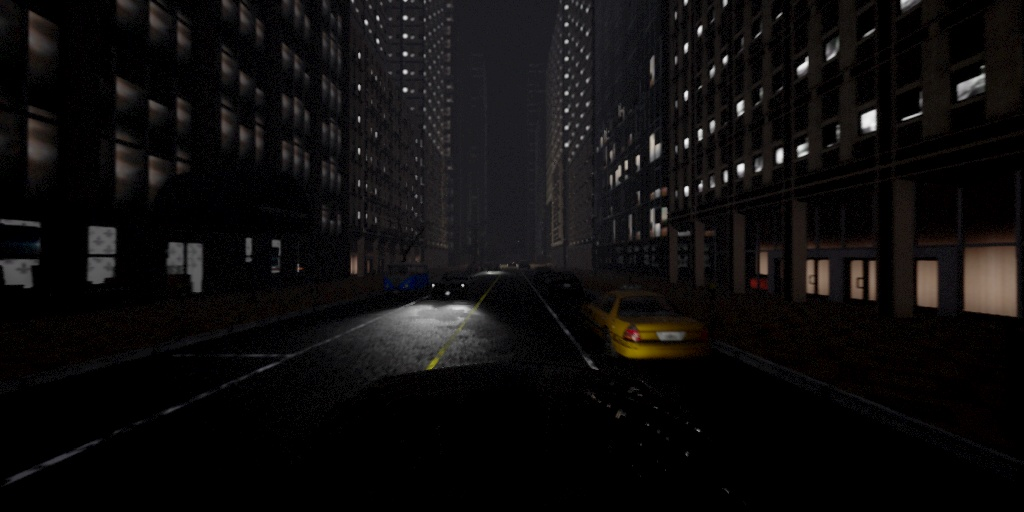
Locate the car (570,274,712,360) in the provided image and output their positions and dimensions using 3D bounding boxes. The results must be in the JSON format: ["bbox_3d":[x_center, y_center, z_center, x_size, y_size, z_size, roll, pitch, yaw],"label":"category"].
[{"bbox_3d":[2.691,1.338,8.363,1.751,1.417,4.829,0,0,0],"label":"car"}]

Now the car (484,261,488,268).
[{"bbox_3d":[-5.675,1.588,59.482,2.192,1.841,5.009,0,0,0],"label":"car"}]

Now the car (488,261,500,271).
[{"bbox_3d":[-3.032,1.772,60.304,2.128,1.511,4.902,0,0,1],"label":"car"}]

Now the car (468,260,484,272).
[{"bbox_3d":[-5.677,1.771,53.784,1.888,1.381,4.507,0,0,0],"label":"car"}]

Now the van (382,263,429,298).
[{"bbox_3d":[-5.687,1.261,19.596,1.690,1.789,3.998,0,0,0],"label":"van"}]

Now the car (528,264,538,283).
[{"bbox_3d":[2.697,1.590,30.985,1.948,1.339,4.313,0,0,0],"label":"car"}]

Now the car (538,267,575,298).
[{"bbox_3d":[2.694,1.486,19.590,1.948,1.339,4.313,0,0,0],"label":"car"}]

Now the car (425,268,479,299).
[{"bbox_3d":[-3.096,1.520,19.515,1.895,1.301,4.718,0,-1,0],"label":"car"}]
